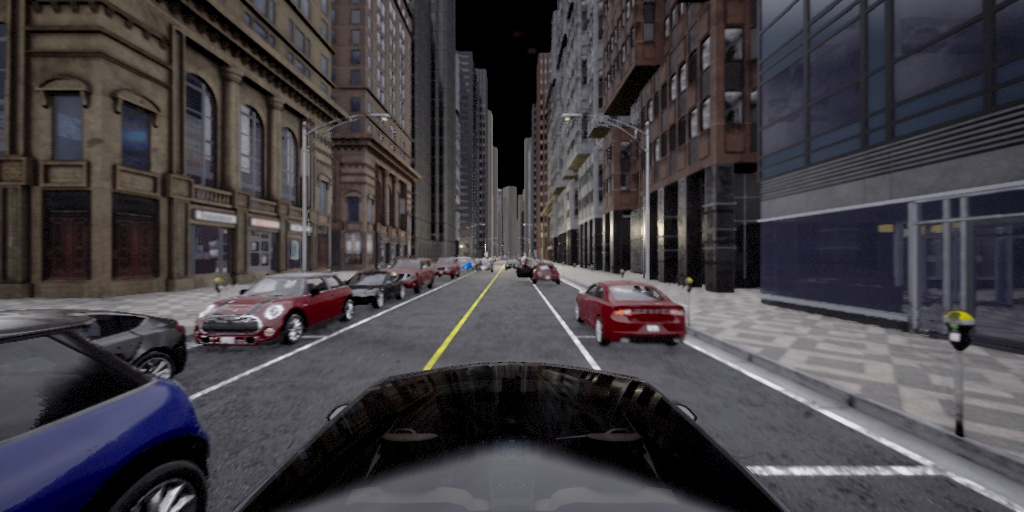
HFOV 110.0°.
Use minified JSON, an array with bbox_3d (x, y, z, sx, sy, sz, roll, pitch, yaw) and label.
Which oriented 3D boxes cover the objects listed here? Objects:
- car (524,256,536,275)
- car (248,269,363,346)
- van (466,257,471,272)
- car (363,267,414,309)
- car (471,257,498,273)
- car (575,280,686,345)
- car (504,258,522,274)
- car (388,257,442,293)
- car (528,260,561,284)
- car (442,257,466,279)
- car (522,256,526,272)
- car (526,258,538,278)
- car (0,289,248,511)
[{"bbox_3d":[2.769,1.115,42.874,1.967,1.591,4.097,0,0,0],"label":"car"},{"bbox_3d":[-5.762,1.175,9.252,1.967,1.591,4.097,0,0,0],"label":"car"},{"bbox_3d":[-5.756,1.017,42.861,1.690,1.789,3.998,0,0,0],"label":"van"},{"bbox_3d":[-5.761,1.290,14.853,1.948,1.339,4.313,0,0,0],"label":"car"},{"bbox_3d":[-3.081,1.168,41.512,2.128,1.511,4.902,0,0,0],"label":"car"},{"bbox_3d":[2.764,1.280,9.262,1.888,1.381,4.507,0,0,0],"label":"car"},{"bbox_3d":[0.028,1.270,47.672,1.895,1.301,4.718,0,0,0],"label":"car"},{"bbox_3d":[-5.760,1.028,20.456,2.192,1.841,5.009,0,0,0],"label":"car"},{"bbox_3d":[2.355,1.229,25.917,1.812,1.442,4.674,0,0,0],"label":"car"},{"bbox_3d":[-5.758,1.008,31.659,2.192,1.841,5.009,0,0,0],"label":"car"},{"bbox_3d":[2.771,0.975,54.078,2.192,1.841,5.009,0,0,0],"label":"car"},{"bbox_3d":[2.768,1.235,37.272,2.007,1.370,4.403,0,0,0],"label":"car"},{"bbox_3d":[-3.101,1.104,0.483,2.097,1.767,4.553,0,0,0],"label":"car"}]
